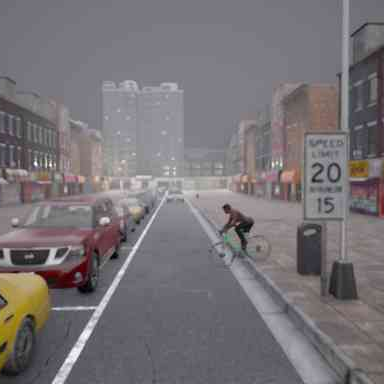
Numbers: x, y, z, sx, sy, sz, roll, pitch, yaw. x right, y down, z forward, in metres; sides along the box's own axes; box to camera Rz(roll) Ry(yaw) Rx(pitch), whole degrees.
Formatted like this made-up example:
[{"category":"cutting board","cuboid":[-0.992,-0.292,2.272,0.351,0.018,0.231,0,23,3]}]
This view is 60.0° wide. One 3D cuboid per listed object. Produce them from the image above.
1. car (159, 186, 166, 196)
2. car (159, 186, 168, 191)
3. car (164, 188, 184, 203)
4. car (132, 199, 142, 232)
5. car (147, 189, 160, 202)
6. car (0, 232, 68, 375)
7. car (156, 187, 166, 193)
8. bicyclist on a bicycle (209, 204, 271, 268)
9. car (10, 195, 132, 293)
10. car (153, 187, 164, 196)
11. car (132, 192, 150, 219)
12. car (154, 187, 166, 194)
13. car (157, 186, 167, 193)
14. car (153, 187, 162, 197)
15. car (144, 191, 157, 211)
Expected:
[{"category":"car","cuboid":[-5.428,0.021,51.864,2.008,1.369,4.403,0,2,-3]},{"category":"car","cuboid":[-7.229,-0.930,84.513,1.947,1.339,4.313,0,2,-3]},{"category":"car","cuboid":[-1.881,0.493,37.246,1.895,1.301,4.718,0,2,-3]},{"category":"car","cuboid":[-3.326,1.177,13.775,1.802,1.307,4.206,0,2,-3]},{"category":"car","cuboid":[-4.227,0.678,30.098,1.947,1.339,4.313,0,2,-3]},{"category":"car","cuboid":[-2.716,1.449,2.721,1.752,1.417,4.829,0,2,-3]},{"category":"car","cuboid":[-6.328,-0.431,68.189,1.802,1.307,4.206,0,2,-3]},{"category":"bicyclist on a bicycle","cuboid":[1.173,1.094,8.630,1.656,1.620,0.582,-10,2,-3]},{"category":"car","cuboid":[-3.027,1.072,8.325,2.192,1.841,5.009,0,2,-3]},{"category":"car","cuboid":[-5.719,-0.160,57.135,1.752,1.417,4.829,0,2,-3]},{"category":"car","cuboid":[-3.617,0.965,19.045,1.752,1.417,4.829,0,2,-3]},{"category":"car","cuboid":[-6.028,-0.286,62.748,1.947,1.339,4.313,0,2,-3]},{"category":"car","cuboid":[-6.629,-0.608,73.630,1.947,1.339,4.313,0,2,-3]},{"category":"car","cuboid":[-4.527,0.503,35.540,2.008,1.369,4.403,0,2,-3]},{"category":"car","cuboid":[-3.927,0.839,24.657,1.947,1.339,4.313,0,2,-3]}]
